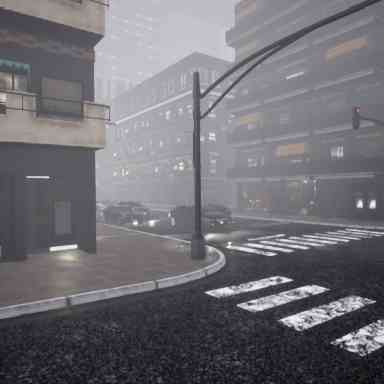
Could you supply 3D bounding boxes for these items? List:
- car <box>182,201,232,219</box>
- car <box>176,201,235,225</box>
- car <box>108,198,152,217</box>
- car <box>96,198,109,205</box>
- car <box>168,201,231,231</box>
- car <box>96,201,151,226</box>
[{"bbox_3d":[1.223,1.512,29.176,2.008,1.369,4.403,-1,1,-36],"label":"car"},{"bbox_3d":[0.911,1.497,25.384,1.837,1.490,4.892,-1,1,-36],"label":"car"},{"bbox_3d":[-5.275,1.541,28.909,1.837,1.490,4.892,-1,1,-36],"label":"car"},{"bbox_3d":[-11.325,1.568,37.264,1.812,1.442,4.674,-1,1,-36],"label":"car"},{"bbox_3d":[0.295,1.534,21.233,1.837,1.490,4.892,-1,1,-36],"label":"car"},{"bbox_3d":[-5.155,1.632,24.549,1.947,1.339,4.313,-1,1,-36],"label":"car"}]
